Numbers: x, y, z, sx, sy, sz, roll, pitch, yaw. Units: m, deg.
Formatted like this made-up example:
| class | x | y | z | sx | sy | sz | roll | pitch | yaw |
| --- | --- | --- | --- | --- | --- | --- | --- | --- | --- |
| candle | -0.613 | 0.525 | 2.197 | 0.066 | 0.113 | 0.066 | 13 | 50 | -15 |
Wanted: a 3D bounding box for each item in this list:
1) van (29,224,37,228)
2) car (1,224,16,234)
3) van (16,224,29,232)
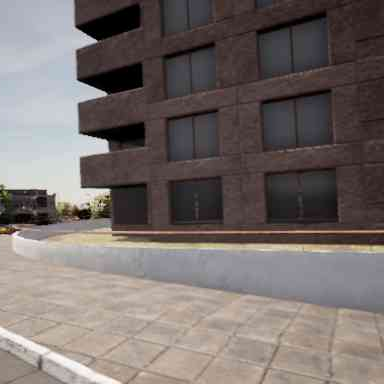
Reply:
| class | x | y | z | sx | sy | sz | roll | pitch | yaw |
| --- | --- | --- | --- | --- | --- | --- | --- | --- | --- |
| van | -32.395 | 7.288 | 65.195 | 4.442 | 1.987 | 1.878 | -2 | -7 | 6 |
| car | -35.350 | 6.914 | 59.790 | 5.366 | 1.575 | 1.946 | -2 | -7 | 6 |
| van | -33.724 | 6.986 | 62.490 | 4.442 | 1.987 | 1.878 | -2 | -7 | 6 |
